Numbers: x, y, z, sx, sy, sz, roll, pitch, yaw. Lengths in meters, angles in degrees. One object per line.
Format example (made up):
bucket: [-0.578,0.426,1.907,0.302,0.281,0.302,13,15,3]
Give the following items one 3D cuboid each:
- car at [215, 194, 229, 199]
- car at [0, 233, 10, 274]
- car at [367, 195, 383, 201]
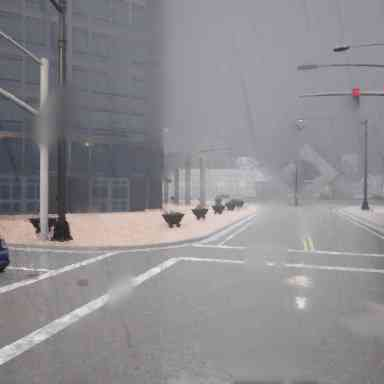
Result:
car: [8.170,1.227,91.189,2.128,1.511,4.902,0,0,40]
car: [-7.031,1.320,8.389,4.553,1.767,2.097,0,0,17]
car: [44.853,1.459,81.082,2.033,1.411,5.357,0,0,-27]
